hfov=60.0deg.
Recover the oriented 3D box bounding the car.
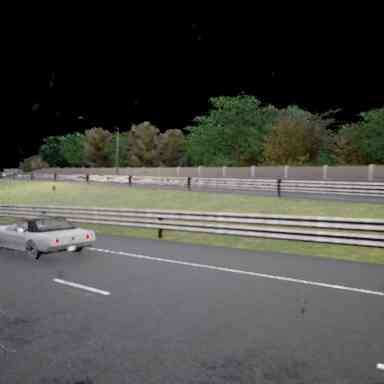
[{"bbox_3d":[-5.846,1.602,12.440,4.718,1.301,1.895,0,0,35],"label":"car"}]
